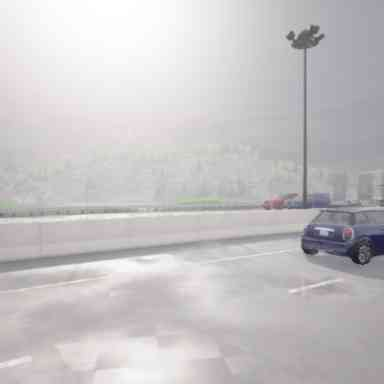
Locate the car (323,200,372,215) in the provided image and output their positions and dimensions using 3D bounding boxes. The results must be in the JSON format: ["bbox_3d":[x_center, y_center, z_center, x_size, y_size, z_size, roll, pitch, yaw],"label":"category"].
[{"bbox_3d":[15.395,1.499,32.917,4.718,1.301,1.895,0,0,-25],"label":"car"}]

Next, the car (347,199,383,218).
[{"bbox_3d":[16.370,1.399,29.482,4.902,1.511,2.128,0,0,-26],"label":"car"}]

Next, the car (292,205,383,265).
[{"bbox_3d":[5.990,1.315,11.673,4.553,1.767,2.097,0,0,-32],"label":"car"}]
